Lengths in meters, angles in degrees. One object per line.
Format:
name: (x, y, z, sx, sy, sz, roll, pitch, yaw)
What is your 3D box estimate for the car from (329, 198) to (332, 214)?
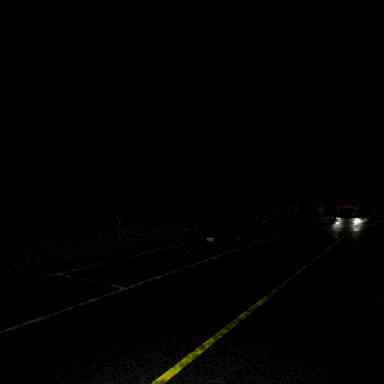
car: (13.638, 1.565, 34.135, 1.947, 1.339, 4.313, 0, 0, 32)

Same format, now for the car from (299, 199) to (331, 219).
car: (10.702, 1.581, 29.454, 1.802, 1.307, 4.206, 0, 0, 32)

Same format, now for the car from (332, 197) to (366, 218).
car: (14.679, 1.477, 30.932, 1.882, 1.535, 5.008, 0, 0, 32)

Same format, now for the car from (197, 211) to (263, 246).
car: (1.897, 1.566, 15.411, 1.947, 1.339, 4.313, 0, 0, 32)

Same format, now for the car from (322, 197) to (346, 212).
car: (16.573, 1.440, 38.816, 1.967, 1.590, 4.097, 0, 0, 32)
